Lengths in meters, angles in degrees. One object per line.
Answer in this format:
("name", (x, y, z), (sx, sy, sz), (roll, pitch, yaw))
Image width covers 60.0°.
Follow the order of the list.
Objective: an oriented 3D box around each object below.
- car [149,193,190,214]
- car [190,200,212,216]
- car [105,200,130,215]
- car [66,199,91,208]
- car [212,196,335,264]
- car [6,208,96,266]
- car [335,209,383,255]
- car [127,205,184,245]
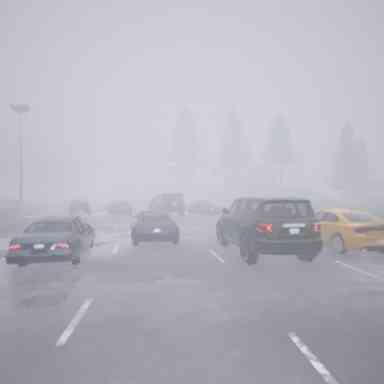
("car", (-2.327, 1.089, 29.784), (2.150, 2.045, 5.566), (0, 0, -20))
("car", (1.056, 1.414, 30.521), (1.994, 1.385, 4.181), (0, 0, -20))
("car", (-7.035, 1.441, 31.870), (1.994, 1.385, 4.181), (0, 0, -23))
("car", (-10.862, 1.397, 31.972), (1.837, 1.490, 4.892), (0, 0, -24))
("car", (2.433, 1.155, 11.830), (2.150, 2.045, 5.566), (0, 0, -8))
("car", (-4.528, 1.511, 11.452), (2.033, 1.411, 5.357), (0, 0, -9))
("car", (5.731, 1.392, 13.018), (1.882, 1.535, 5.008), (0, 0, -8))
("car", (-1.801, 1.498, 15.264), (1.994, 1.385, 4.181), (0, 0, -11))
